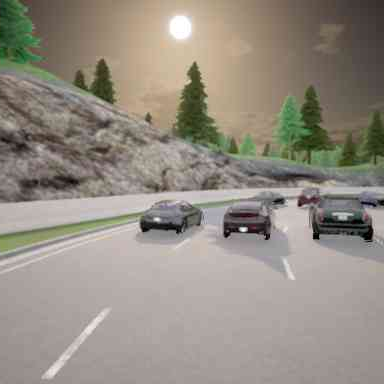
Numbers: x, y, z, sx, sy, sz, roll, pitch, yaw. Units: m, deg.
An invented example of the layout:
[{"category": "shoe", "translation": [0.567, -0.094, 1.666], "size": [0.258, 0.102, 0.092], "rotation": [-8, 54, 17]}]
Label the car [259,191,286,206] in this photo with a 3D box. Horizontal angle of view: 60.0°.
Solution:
[{"category": "car", "translation": [7.157, 0.604, 30.757], "size": [1.994, 1.385, 4.181], "rotation": [1, 2, 38]}]

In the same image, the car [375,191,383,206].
[{"category": "car", "translation": [16.129, 0.625, 29.996], "size": [1.994, 1.385, 4.181], "rotation": [2, 2, 44]}]

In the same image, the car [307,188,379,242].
[{"category": "car", "translation": [6.187, 0.905, 14.210], "size": [2.097, 1.767, 4.553], "rotation": [1, 2, 18]}]

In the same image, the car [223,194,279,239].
[{"category": "car", "translation": [2.619, 1.048, 14.568], "size": [1.837, 1.490, 4.892], "rotation": [0, 2, 17]}]

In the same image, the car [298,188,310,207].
[{"category": "car", "translation": [11.205, 0.422, 29.739], "size": [2.097, 1.767, 4.553], "rotation": [2, 2, 39]}]

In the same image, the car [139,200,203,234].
[{"category": "car", "translation": [-0.847, 1.066, 15.912], "size": [1.994, 1.385, 4.181], "rotation": [1, 2, 18]}]
